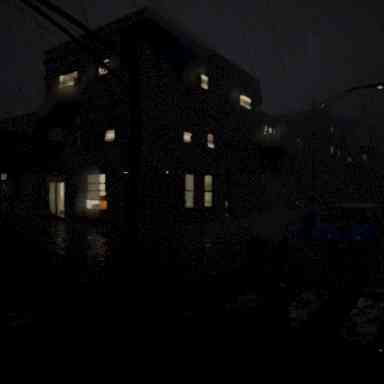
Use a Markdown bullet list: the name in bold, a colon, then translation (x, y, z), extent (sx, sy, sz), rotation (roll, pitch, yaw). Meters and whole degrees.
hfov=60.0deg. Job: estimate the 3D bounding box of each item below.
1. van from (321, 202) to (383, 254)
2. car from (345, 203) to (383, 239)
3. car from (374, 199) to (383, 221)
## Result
- **van**: translation (6.440, 1.337, 13.276), extent (1.690, 1.788, 3.998), rotation (0, 0, 35)
- **car**: translation (9.640, 1.436, 17.779), extent (1.967, 1.590, 4.097), rotation (0, 0, 35)
- **car**: translation (16.040, 1.439, 26.786), extent (1.967, 1.590, 4.097), rotation (0, 0, 35)
